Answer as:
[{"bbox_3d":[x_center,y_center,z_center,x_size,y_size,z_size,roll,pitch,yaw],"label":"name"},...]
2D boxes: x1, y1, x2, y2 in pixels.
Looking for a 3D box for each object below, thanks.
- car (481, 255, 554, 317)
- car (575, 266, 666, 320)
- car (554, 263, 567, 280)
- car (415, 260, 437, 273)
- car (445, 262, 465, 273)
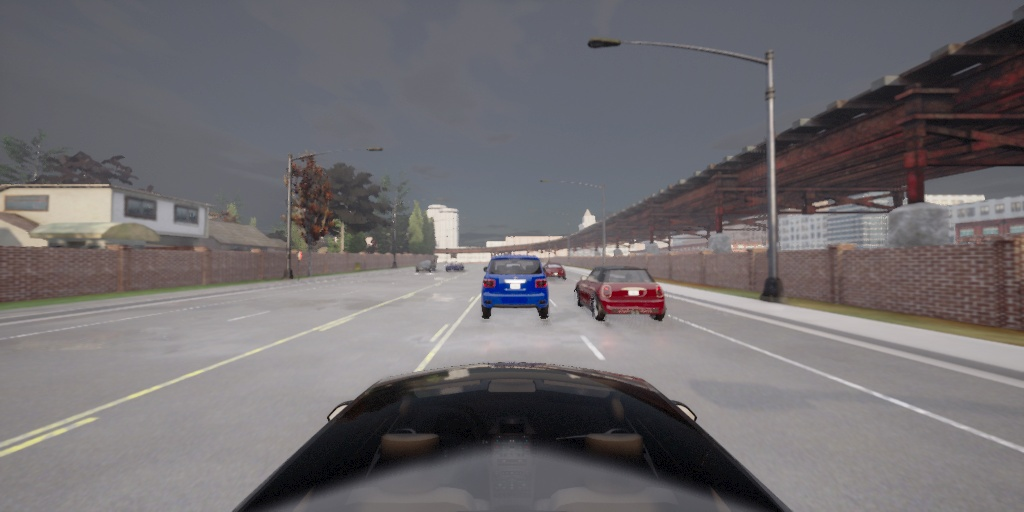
[{"bbox_3d":[0.095,0.985,13.280,2.150,2.045,5.566,0,0,0],"label":"car"},{"bbox_3d":[3.596,1.115,12.733,2.097,1.767,4.553,0,0,0],"label":"car"},{"bbox_3d":[3.590,1.310,31.631,1.812,1.442,4.674,0,0,0],"label":"car"},{"bbox_3d":[-10.601,1.303,44.393,1.837,1.490,4.892,0,0,0],"label":"car"},{"bbox_3d":[-7.100,1.400,44.793,1.895,1.301,4.718,0,0,0],"label":"car"}]
